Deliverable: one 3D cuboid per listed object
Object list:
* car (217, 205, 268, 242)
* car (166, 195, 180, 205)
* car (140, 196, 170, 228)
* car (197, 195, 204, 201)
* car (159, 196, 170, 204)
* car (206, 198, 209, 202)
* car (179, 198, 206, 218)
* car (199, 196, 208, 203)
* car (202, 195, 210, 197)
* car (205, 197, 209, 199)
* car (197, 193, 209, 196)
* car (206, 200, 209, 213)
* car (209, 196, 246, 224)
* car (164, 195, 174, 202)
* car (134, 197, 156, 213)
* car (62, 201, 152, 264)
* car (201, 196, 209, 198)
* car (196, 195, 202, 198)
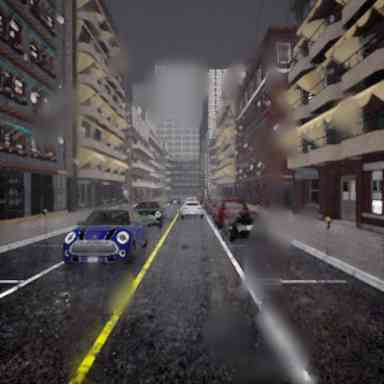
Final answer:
[{"bbox_3d":[2.540,1.570,16.392,1.947,1.339,4.313,-1,0,0],"label":"car"},{"bbox_3d":[-2.862,1.504,57.879,2.128,1.511,4.902,0,0,0],"label":"car"},{"bbox_3d":[-2.837,1.360,22.088,2.097,1.767,4.553,0,0,0],"label":"car"},{"bbox_3d":[2.131,1.539,87.223,1.812,1.442,4.674,0,0,0],"label":"car"},{"bbox_3d":[-5.396,1.541,66.134,1.752,1.417,4.829,-1,0,0],"label":"car"},{"bbox_3d":[2.522,1.591,33.039,1.802,1.307,4.206,-1,0,0],"label":"car"},{"bbox_3d":[0.042,1.534,30.057,1.812,1.442,4.674,0,0,0],"label":"car"},{"bbox_3d":[2.478,1.539,72.052,1.752,1.417,4.829,-1,0,0],"label":"car"},{"bbox_3d":[2.503,1.562,49.686,2.008,1.369,4.403,-1,0,0],"label":"car"},{"bbox_3d":[2.515,1.592,38.589,1.802,1.307,4.206,-1,0,0],"label":"car"},{"bbox_3d":[2.487,1.327,60.785,2.192,1.841,5.009,-1,0,0],"label":"car"},{"bbox_3d":[2.527,1.558,27.490,2.008,1.369,4.403,-1,0,0],"label":"car"},{"bbox_3d":[2.530,1.321,21.942,2.192,1.841,5.009,-1,0,0],"label":"car"},{"bbox_3d":[-5.410,1.456,77.402,1.967,1.590,4.097,-1,0,0],"label":"car"},{"bbox_3d":[-5.367,1.452,38.558,1.967,1.590,4.097,-1,0,0],"label":"car"},{"bbox_3d":[-2.853,1.357,11.822,2.097,1.767,4.553,0,0,0],"label":"car"},{"bbox_3d":[2.509,1.576,44.138,1.947,1.339,4.313,-1,0,0],"label":"car"},{"bbox_3d":[0.032,1.537,45.200,1.812,1.442,4.674,0,0,0],"label":"car"}]
